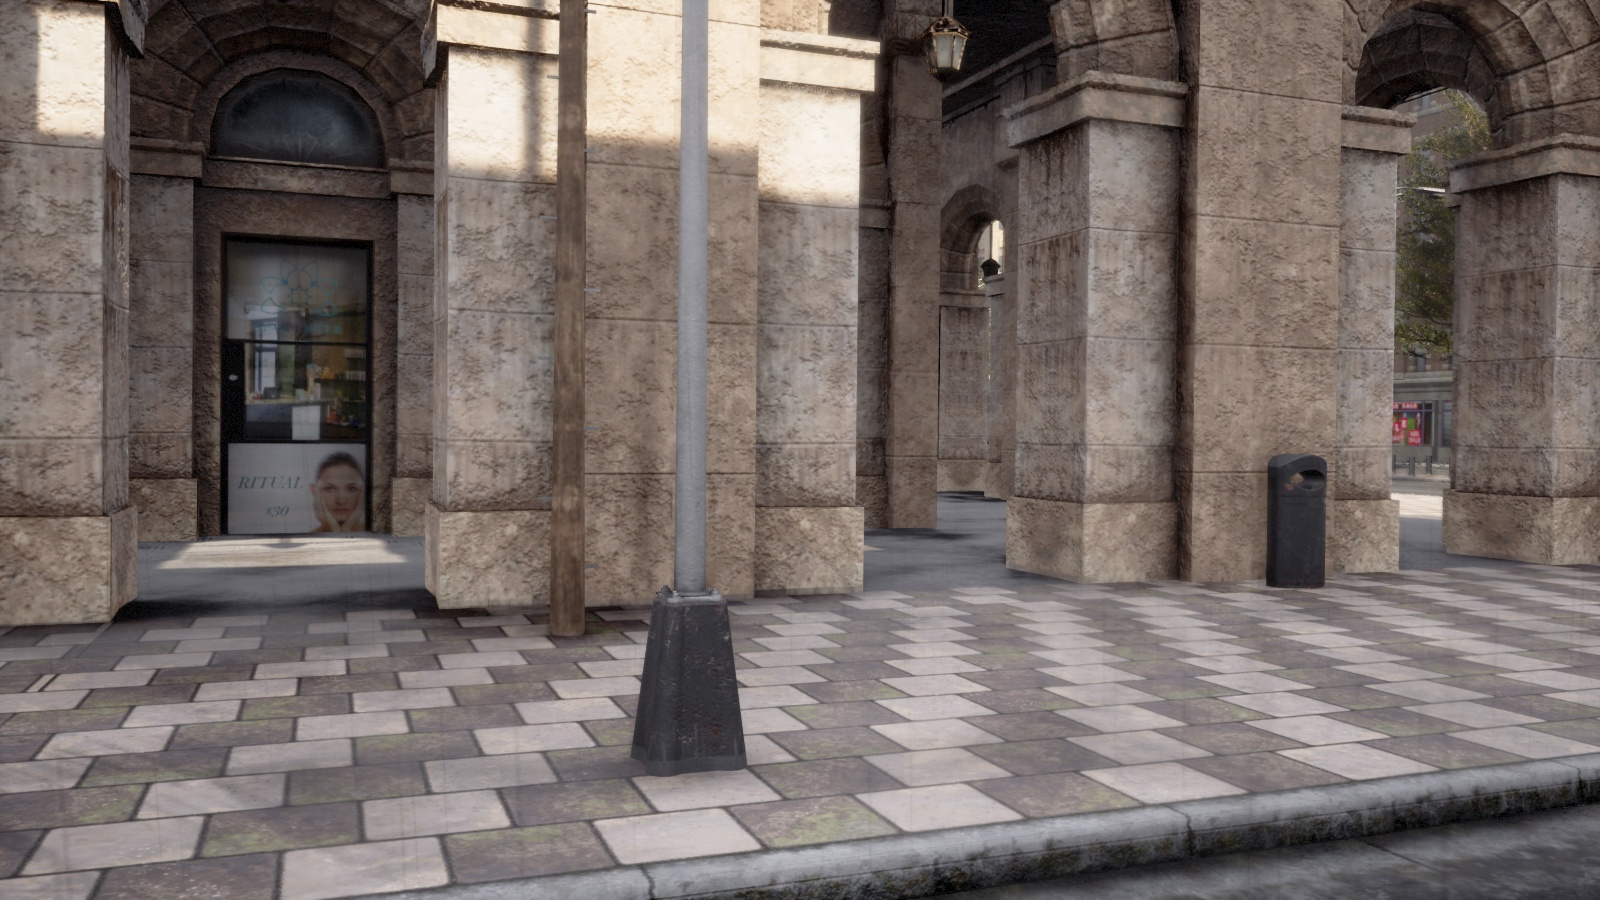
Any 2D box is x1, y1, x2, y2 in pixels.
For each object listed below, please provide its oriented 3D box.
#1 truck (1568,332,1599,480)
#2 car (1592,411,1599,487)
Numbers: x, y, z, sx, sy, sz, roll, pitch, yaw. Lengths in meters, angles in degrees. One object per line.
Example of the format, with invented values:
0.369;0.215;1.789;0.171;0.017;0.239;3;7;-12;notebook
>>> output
23.223;-1.105;29.851;2.891;3.827;8.468;-1;1;-21;truck
20.346;-0.014;27.671;2.097;1.767;4.553;-1;1;-20;car
